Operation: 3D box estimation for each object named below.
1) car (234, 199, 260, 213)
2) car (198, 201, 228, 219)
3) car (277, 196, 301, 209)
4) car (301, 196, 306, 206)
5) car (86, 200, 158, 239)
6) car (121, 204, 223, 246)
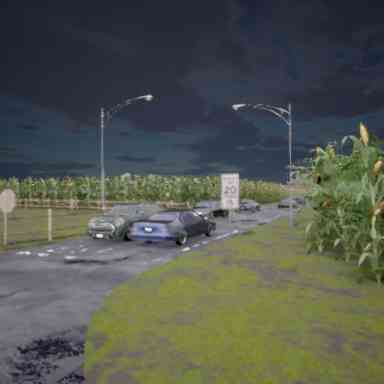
[{"bbox_3d":[5.997,1.488,35.916,1.994,1.385,4.181,-1,0,25],"label":"car"},{"bbox_3d":[1.299,1.438,25.881,2.128,1.511,4.902,-1,0,25],"label":"car"},{"bbox_3d":[12.204,1.432,42.377,1.994,1.385,4.181,-1,0,26],"label":"car"},{"bbox_3d":[16.395,1.346,51.476,1.837,1.490,4.892,-1,0,25],"label":"car"},{"bbox_3d":[-3.079,1.317,16.514,2.097,1.767,4.553,-1,0,25],"label":"car"},{"bbox_3d":[-0.614,1.478,15.047,2.033,1.411,5.357,-1,0,25],"label":"car"}]
